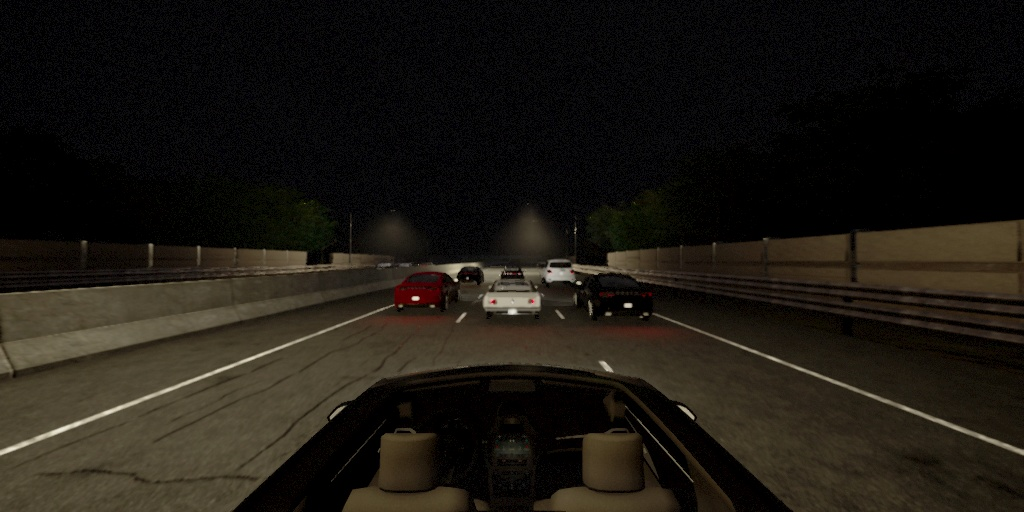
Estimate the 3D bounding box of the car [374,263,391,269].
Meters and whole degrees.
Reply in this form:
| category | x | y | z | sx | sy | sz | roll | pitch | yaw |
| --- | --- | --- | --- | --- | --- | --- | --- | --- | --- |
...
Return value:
| category | x | y | z | sx | sy | sz | roll | pitch | yaw |
| --- | --- | --- | --- | --- | --- | --- | --- | --- | --- |
| car | -21.036 | 1.953 | 58.987 | 2.128 | 1.511 | 4.902 | 0 | -1 | 1 |

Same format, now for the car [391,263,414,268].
| category | x | y | z | sx | sy | sz | roll | pitch | yaw |
| --- | --- | --- | --- | --- | --- | --- | --- | --- | --- |
| car | -17.541 | 1.953 | 59.006 | 2.128 | 1.511 | 4.902 | 0 | -1 | 1 |

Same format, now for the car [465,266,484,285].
| category | x | y | z | sx | sy | sz | roll | pitch | yaw |
| --- | --- | --- | --- | --- | --- | --- | --- | --- | --- |
| car | -3.445 | 1.585 | 30.350 | 1.882 | 1.535 | 5.008 | 0 | 0 | 0 |

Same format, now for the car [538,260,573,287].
| category | x | y | z | sx | sy | sz | roll | pitch | yaw |
| --- | --- | --- | --- | --- | --- | --- | --- | --- | --- |
| car | 3.533 | 1.302 | 28.078 | 2.150 | 2.045 | 5.566 | 0 | 0 | 1 |

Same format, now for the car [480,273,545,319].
| category | x | y | z | sx | sy | sz | roll | pitch | yaw |
| --- | --- | --- | --- | --- | --- | --- | --- | --- | --- |
| car | 0.039 | 1.499 | 13.544 | 1.895 | 1.301 | 4.718 | 0 | -1 | 1 |

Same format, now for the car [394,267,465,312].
| category | x | y | z | sx | sy | sz | roll | pitch | yaw |
| --- | --- | --- | --- | --- | --- | --- | --- | --- | --- |
| car | -3.446 | 1.399 | 15.361 | 1.882 | 1.535 | 5.008 | 0 | 0 | 0 |

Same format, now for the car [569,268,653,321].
| category | x | y | z | sx | sy | sz | roll | pitch | yaw |
| --- | --- | --- | --- | --- | --- | --- | --- | --- | --- |
| car | 3.536 | 1.373 | 13.291 | 1.882 | 1.535 | 5.008 | 0 | -1 | 1 |

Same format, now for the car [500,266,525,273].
| category | x | y | z | sx | sy | sz | roll | pitch | yaw |
| --- | --- | --- | --- | --- | --- | --- | --- | --- | --- |
| car | 0.047 | 1.584 | 29.138 | 2.128 | 1.511 | 4.902 | 0 | -1 | 1 |

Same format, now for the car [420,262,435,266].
| category | x | y | z | sx | sy | sz | roll | pitch | yaw |
| --- | --- | --- | --- | --- | --- | --- | --- | --- | --- |
| car | -14.045 | 1.815 | 59.120 | 2.097 | 1.767 | 4.553 | 0 | -1 | 1 |
